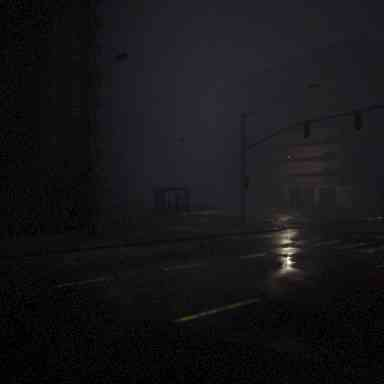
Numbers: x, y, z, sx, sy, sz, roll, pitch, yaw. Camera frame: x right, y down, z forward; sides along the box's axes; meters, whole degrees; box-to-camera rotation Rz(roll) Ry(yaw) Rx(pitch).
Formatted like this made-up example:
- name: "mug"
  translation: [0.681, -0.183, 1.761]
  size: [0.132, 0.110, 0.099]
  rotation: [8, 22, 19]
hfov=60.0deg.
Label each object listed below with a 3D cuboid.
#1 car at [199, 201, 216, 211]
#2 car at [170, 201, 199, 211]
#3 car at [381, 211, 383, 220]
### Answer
- name: "car"
  translation: [1.219, 1.851, 45.374]
  size: [1.895, 1.301, 4.718]
  rotation: [0, 0, -37]
- name: "car"
  translation: [-1.584, 1.835, 43.277]
  size: [1.895, 1.301, 4.718]
  rotation: [0, 0, -37]
- name: "car"
  translation: [17.881, 1.727, 27.483]
  size: [1.812, 1.442, 4.674]
  rotation: [1, -1, -12]
